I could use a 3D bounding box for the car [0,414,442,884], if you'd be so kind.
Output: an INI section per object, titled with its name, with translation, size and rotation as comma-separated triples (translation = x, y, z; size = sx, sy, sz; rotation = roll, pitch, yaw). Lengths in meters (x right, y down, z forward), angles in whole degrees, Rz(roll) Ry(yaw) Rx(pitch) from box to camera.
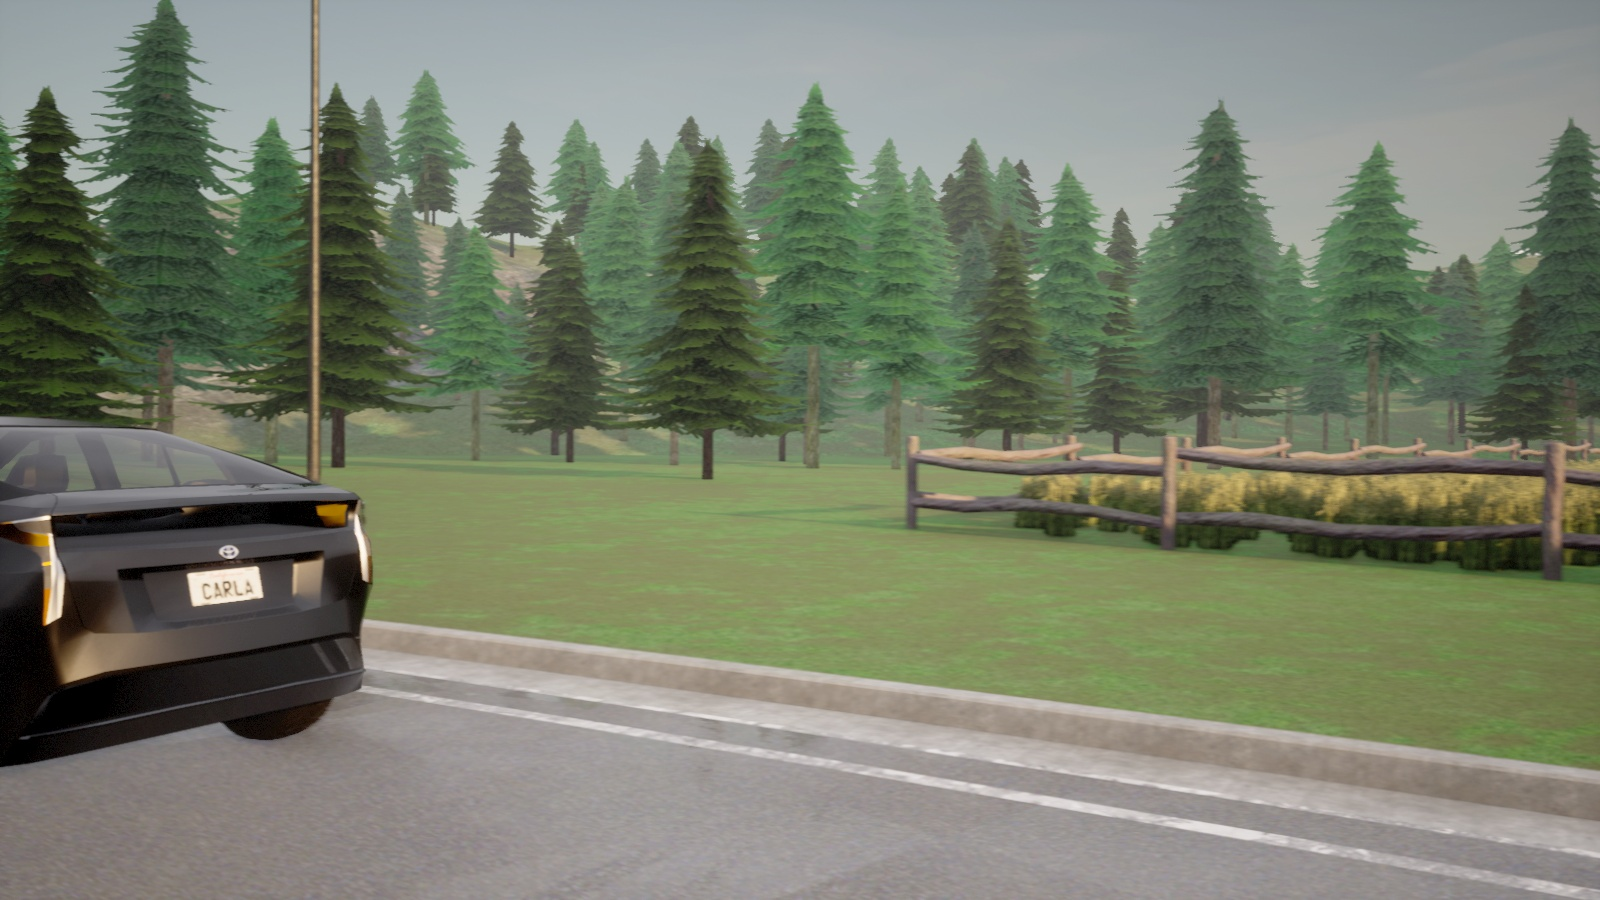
[car]
translation = -4.108, 0.636, 5.995
size = 4.514, 1.525, 2.007
rotation = 0, 1, 30
